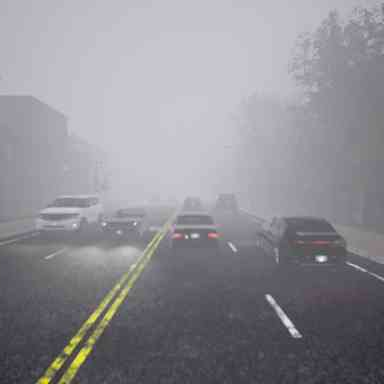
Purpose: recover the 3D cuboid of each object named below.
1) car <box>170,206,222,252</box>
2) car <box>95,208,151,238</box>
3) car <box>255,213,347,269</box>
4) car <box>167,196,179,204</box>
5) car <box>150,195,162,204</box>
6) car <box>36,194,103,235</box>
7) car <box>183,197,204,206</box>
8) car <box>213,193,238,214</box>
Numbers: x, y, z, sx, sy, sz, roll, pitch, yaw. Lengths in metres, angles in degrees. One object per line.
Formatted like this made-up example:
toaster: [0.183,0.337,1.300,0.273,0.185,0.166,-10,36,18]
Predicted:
car: [0.102,1.508,13.639,2.033,1.411,5.357,0,0,0]
car: [-3.345,1.549,17.549,1.895,1.301,4.718,0,0,0]
car: [3.353,1.473,11.034,1.837,1.490,4.892,0,0,0]
car: [-3.268,1.375,59.012,2.033,1.411,5.357,0,0,1]
car: [-6.517,1.326,60.364,1.837,1.490,4.892,0,0,1]
car: [-6.594,1.167,18.661,2.150,2.045,5.566,0,0,0]
car: [0.110,1.252,34.360,2.097,1.767,4.553,0,0,0]
car: [3.360,1.123,33.941,2.150,2.045,5.566,0,0,0]
